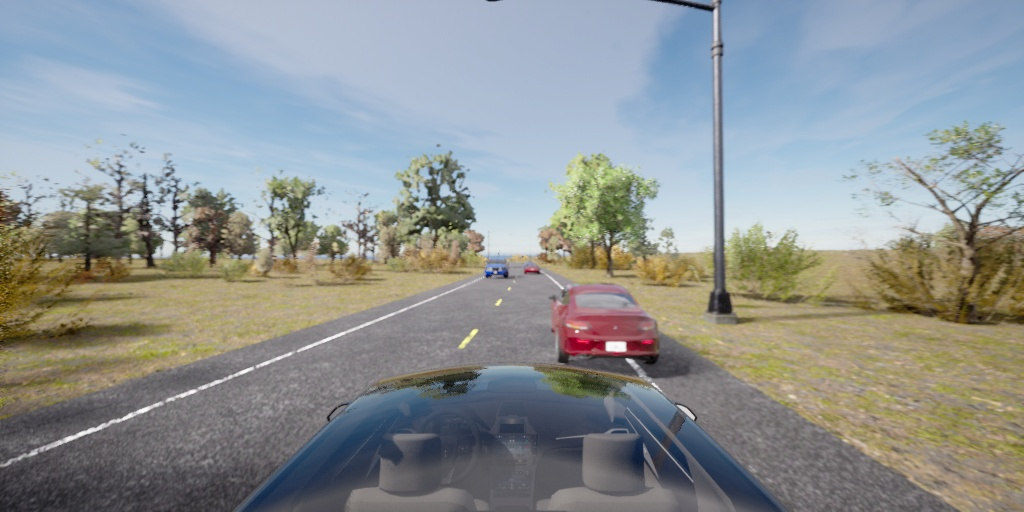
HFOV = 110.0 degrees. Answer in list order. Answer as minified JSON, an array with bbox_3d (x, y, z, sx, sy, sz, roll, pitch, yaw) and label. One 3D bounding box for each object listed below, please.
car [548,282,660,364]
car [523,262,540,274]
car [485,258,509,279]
[{"bbox_3d":[1.838,1.312,8.077,1.812,1.442,4.674,0,0,4],"label":"car"},{"bbox_3d":[2.560,1.599,45.739,1.994,1.385,4.181,0,0,2],"label":"car"},{"bbox_3d":[-1.454,1.224,36.463,2.150,2.045,5.566,0,0,2],"label":"car"}]
